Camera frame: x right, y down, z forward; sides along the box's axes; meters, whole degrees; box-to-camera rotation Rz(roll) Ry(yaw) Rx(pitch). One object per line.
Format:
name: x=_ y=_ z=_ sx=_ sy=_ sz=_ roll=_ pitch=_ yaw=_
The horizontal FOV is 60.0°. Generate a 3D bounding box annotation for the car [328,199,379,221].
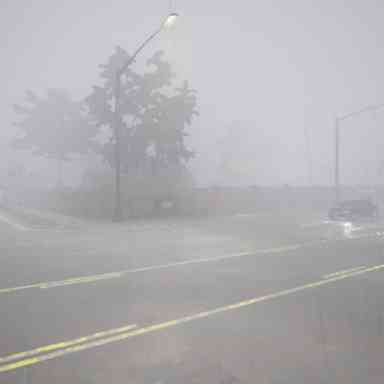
car: x=12.393 y=1.321 z=25.457 sx=4.892 sy=1.490 sz=1.837 roll=-1 pitch=1 yaw=-35
